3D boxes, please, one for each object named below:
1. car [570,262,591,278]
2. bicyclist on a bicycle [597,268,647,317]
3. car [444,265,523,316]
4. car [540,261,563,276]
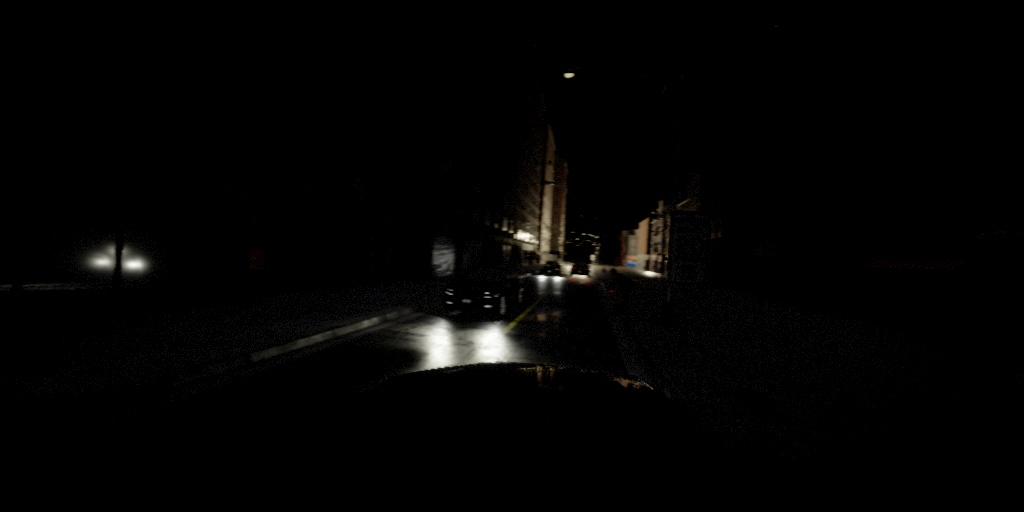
[{"bbox_3d":[6.992,1.349,36.671,1.882,1.535,5.008,3,1,12],"label":"car"},{"bbox_3d":[3.689,1.232,12.213,1.656,1.620,0.582,-6,-1,12],"label":"bicyclist on a bicycle"},{"bbox_3d":[-0.831,1.082,13.085,1.882,1.535,5.008,3,0,12],"label":"car"},{"bbox_3d":[4.054,1.226,36.519,1.812,1.442,4.674,3,0,12],"label":"car"}]
